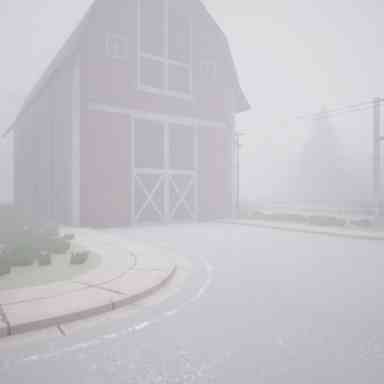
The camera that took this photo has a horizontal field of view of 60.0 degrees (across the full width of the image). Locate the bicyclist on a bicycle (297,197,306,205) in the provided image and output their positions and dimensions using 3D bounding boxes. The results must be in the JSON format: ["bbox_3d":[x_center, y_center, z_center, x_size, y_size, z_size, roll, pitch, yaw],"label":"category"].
[{"bbox_3d":[13.338,1.317,40.263,1.656,1.620,0.582,46,-25,-24],"label":"bicyclist on a bicycle"}]

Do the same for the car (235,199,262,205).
[{"bbox_3d":[5.950,1.514,37.987,2.128,1.511,4.902,0,0,-35],"label":"car"}]
